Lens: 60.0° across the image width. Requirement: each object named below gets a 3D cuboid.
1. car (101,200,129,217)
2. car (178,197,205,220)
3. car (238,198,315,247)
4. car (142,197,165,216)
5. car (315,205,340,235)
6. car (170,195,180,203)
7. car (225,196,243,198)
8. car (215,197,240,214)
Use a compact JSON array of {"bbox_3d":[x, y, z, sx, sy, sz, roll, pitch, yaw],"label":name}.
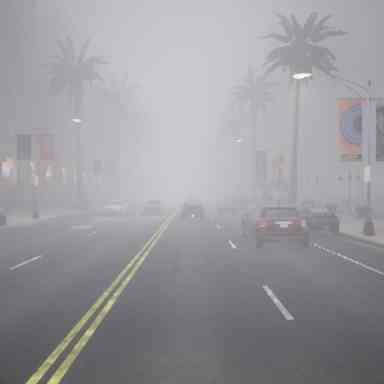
[{"bbox_3d":[-7.183,1.507,31.730,1.812,1.442,4.674,0,0,0],"label":"car"},{"bbox_3d":[0.027,1.490,27.557,1.837,1.490,4.892,0,1,0],"label":"car"},{"bbox_3d":[3.555,1.343,14.988,2.097,1.767,4.553,0,0,0],"label":"car"},{"bbox_3d":[-3.684,1.488,32.429,1.837,1.490,4.892,0,-1,0],"label":"car"},{"bbox_3d":[6.538,1.470,18.604,2.231,1.521,4.892,0,0,0],"label":"car"},{"bbox_3d":[-3.470,1.483,70.163,2.128,1.511,4.902,0,0,0],"label":"car"},{"bbox_3d":[6.470,1.326,47.979,2.185,1.767,4.553,0,0,0],"label":"car"},{"bbox_3d":[3.508,1.526,34.759,2.033,1.411,5.357,0,0,0],"label":"car"}]
